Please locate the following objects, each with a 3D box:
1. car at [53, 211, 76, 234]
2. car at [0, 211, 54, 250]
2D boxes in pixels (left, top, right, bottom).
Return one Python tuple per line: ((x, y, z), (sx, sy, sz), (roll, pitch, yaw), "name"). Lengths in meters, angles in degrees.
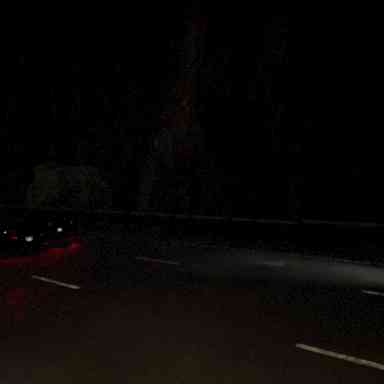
((-8.792, 1.704, 18.854), (4.718, 1.301, 1.895), (0, 0, 35), "car")
((-8.108, 1.618, 14.053), (4.674, 1.442, 1.812), (0, 0, 35), "car")
